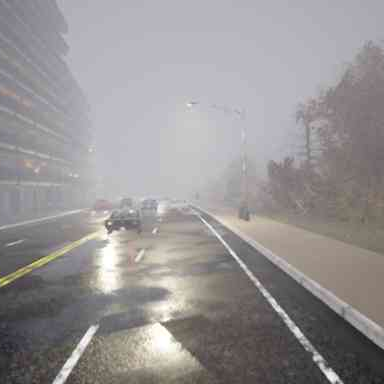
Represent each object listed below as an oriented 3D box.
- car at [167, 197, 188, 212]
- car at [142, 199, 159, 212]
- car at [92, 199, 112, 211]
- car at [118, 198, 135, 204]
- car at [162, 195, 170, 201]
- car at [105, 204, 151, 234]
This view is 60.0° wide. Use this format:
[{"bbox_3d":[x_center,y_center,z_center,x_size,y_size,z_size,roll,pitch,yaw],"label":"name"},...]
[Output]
[{"bbox_3d":[-1.481,1.445,36.962,1.895,1.301,4.718,-2,0,-4],"label":"car"},{"bbox_3d":[-4.798,1.497,37.829,2.033,1.411,5.357,-2,0,-4],"label":"car"},{"bbox_3d":[-12.036,1.629,44.599,1.882,1.535,5.008,-2,1,-5],"label":"car"},{"bbox_3d":[-8.819,1.543,45.119,1.837,1.490,4.892,-2,1,-5],"label":"car"},{"bbox_3d":[-6.031,1.336,77.918,1.895,1.301,4.718,-2,0,-9],"label":"car"},{"bbox_3d":[-3.708,1.617,19.504,1.895,1.301,4.718,-2,0,-3],"label":"car"}]
